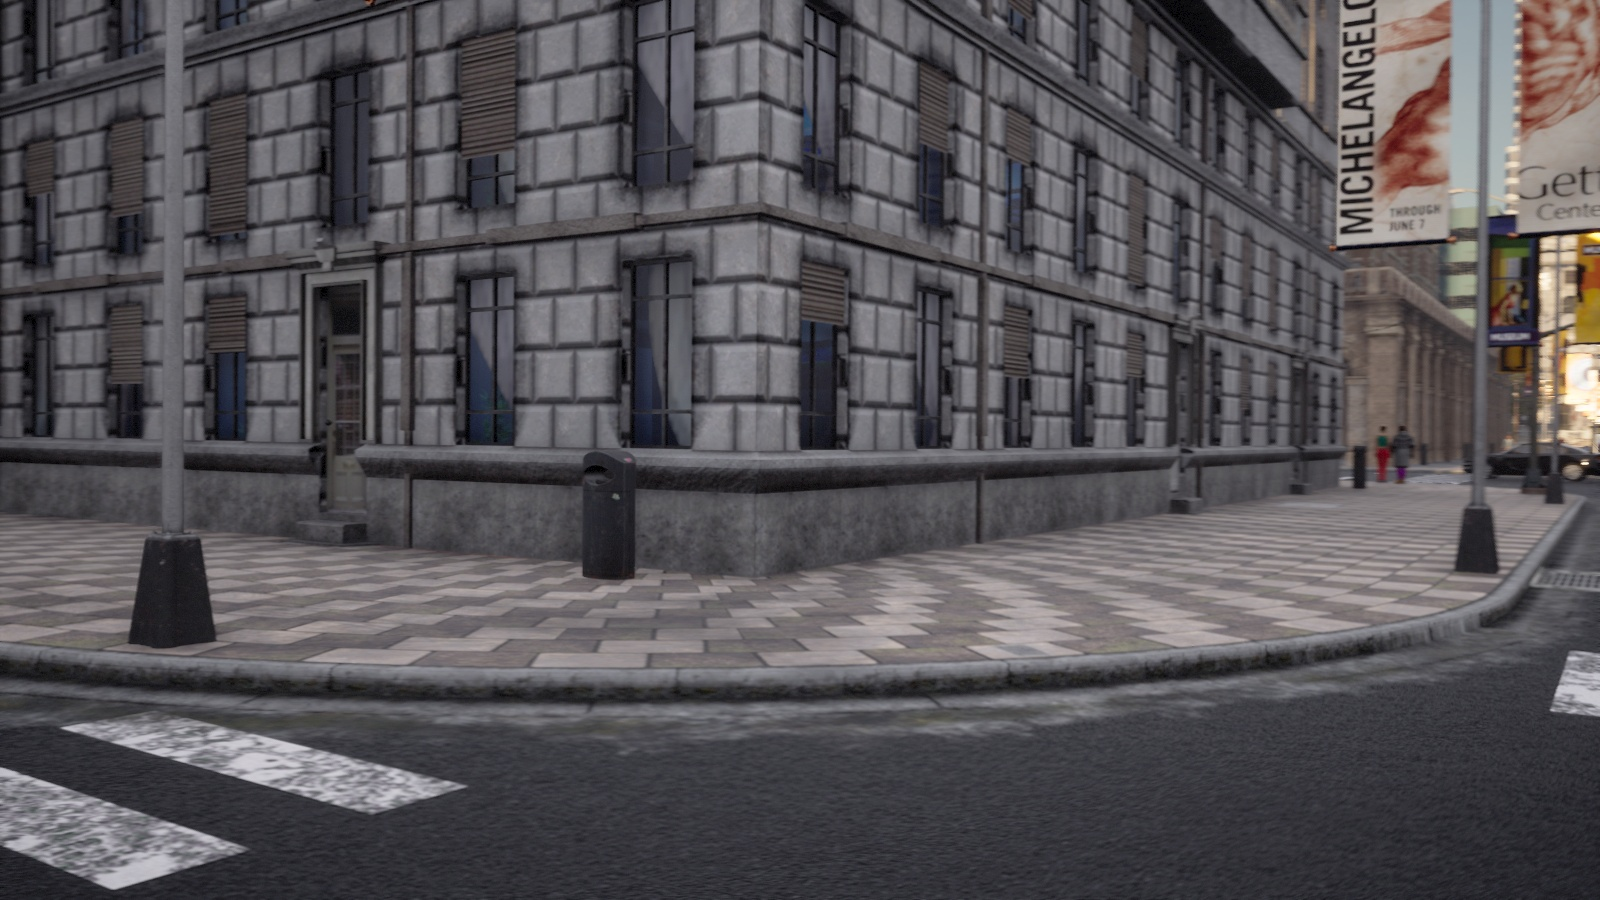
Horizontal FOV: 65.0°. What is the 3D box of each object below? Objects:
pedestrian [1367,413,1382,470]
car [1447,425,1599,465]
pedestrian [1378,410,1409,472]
[{"bbox_3d":[18.551,-0.280,40.572,0.345,1.836,0.594,0,1,32],"label":"pedestrian"},{"bbox_3d":[28.626,-0.197,49.814,5.008,1.535,1.882,0,1,38],"label":"car"},{"bbox_3d":[18.934,-0.278,40.103,0.659,1.952,0.873,-1,1,8],"label":"pedestrian"}]
